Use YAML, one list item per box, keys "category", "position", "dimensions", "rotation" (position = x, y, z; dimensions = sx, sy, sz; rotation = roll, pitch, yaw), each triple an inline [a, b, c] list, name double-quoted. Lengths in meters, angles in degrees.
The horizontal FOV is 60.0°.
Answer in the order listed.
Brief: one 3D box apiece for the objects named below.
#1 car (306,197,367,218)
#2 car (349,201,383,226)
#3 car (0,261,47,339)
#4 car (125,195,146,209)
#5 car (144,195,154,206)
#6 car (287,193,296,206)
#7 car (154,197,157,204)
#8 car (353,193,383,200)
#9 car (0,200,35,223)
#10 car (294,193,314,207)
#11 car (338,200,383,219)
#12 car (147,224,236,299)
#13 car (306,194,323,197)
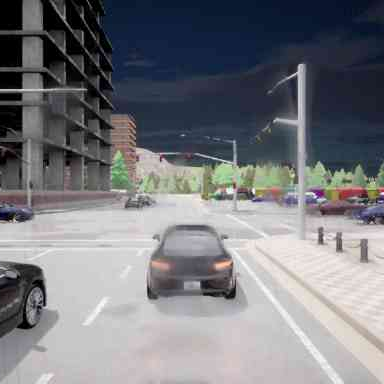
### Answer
- category: "car"
  position: [12.981, 1.533, 30.835]
  dimensions: [5.008, 1.535, 1.882]
  rotation: [0, 0, -1]
- category: "car"
  position: [14.101, 1.581, 23.645]
  dimensions: [4.674, 1.442, 1.812]
  rotation: [0, 0, -1]
- category: "car"
  position: [-3.488, 1.492, 4.029]
  dimensions: [2.128, 1.511, 4.902]
  rotation: [0, 0, 0]
- category: "car"
  position: [-7.968, 1.526, 45.675]
  dimensions: [1.812, 1.442, 4.674]
  rotation: [0, 0, 0]
- category: "car"
  position: [-8.088, 1.352, 55.754]
  dimensions: [2.097, 1.767, 4.553]
  rotation: [0, 0, 0]
- category: "car"
  position: [20.700, 1.209, 61.917]
  dimensions: [4.605, 1.855, 1.932]
  rotation: [0, 0, 0]
- category: "car"
  position: [-8.167, 1.601, 65.857]
  dimensions: [1.895, 1.301, 4.718]
  rotation: [0, 0, 0]
- category: "car"
  position: [35.730, 1.209, 67.551]
  dimensions: [4.605, 1.855, 1.932]
  rotation: [0, 0, 0]
- category: "car"
  position: [-14.259, 1.389, 24.753]
  dimensions: [4.553, 1.767, 2.097]
  rotation: [0, 0, -14]
- category: "car"
  position: [20.765, 1.419, 59.234]
  dimensions: [3.905, 1.438, 1.784]
  rotation: [0, 0, 0]
- category: "car"
  position: [14.973, 1.581, 27.333]
  dimensions: [4.674, 1.442, 1.812]
  rotation: [0, 0, -1]
- category: "car"
  position: [-0.032, 1.526, 8.308]
  dimensions: [1.812, 1.442, 4.674]
  rotation: [0, 0, -1]
- category: "car"
  position: [20.780, 1.451, 56.339]
  dimensions: [3.806, 1.475, 1.970]
  rotation: [0, 0, 0]
